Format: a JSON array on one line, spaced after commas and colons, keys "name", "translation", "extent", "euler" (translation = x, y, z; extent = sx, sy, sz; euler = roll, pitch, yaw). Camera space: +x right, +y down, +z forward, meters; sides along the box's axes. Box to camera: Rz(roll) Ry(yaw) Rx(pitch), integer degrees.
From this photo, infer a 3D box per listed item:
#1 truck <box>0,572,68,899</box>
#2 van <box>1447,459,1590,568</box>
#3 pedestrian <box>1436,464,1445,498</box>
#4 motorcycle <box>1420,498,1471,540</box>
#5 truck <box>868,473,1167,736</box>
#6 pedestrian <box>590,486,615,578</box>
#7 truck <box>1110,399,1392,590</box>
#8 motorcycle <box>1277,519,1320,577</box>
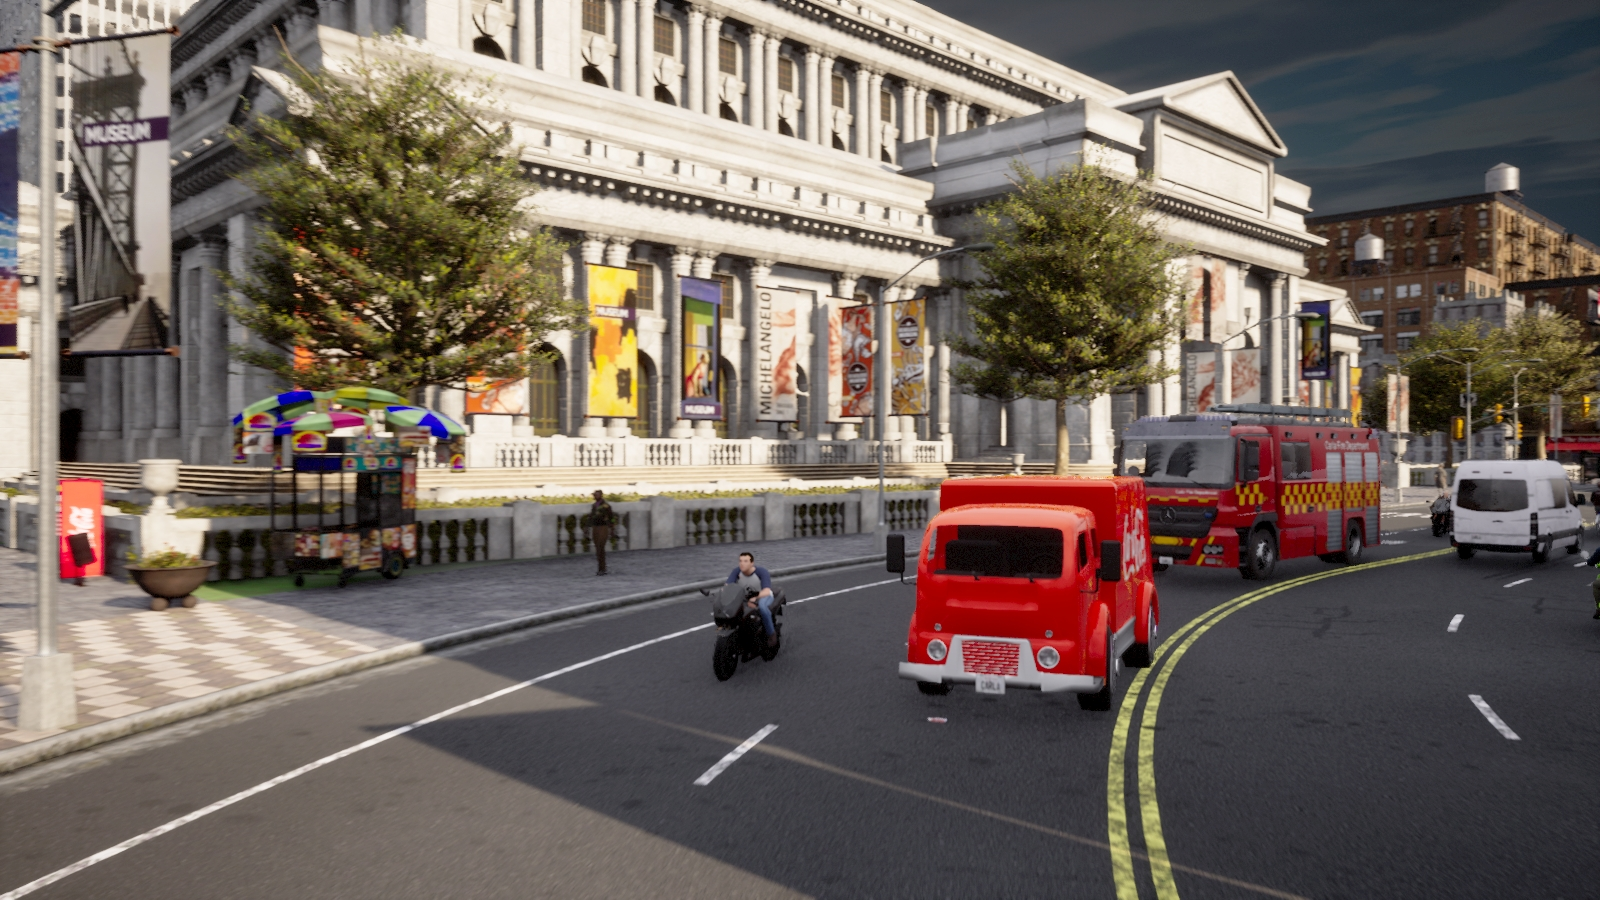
[{"name": "truck", "translation": [-3.470, 1.566, 0.579], "extent": [2.627, 2.467, 5.204], "euler": [0, 0, 4]}, {"name": "van", "translation": [19.180, 1.549, 30.374], "extent": [1.988, 2.561, 5.915], "euler": [0, 0, 45]}, {"name": "pedestrian", "translation": [35.811, 1.721, 63.845], "extent": [0.375, 1.860, 0.375], "euler": [0, 0, 40]}, {"name": "motorcycle", "translation": [21.012, 2.220, 37.157], "extent": [2.209, 1.251, 0.867], "euler": [0, 0, -44]}, {"name": "truck", "translation": [2.932, 1.570, 14.084], "extent": [2.627, 2.467, 5.204], "euler": [0, 0, 22]}, {"name": "pedestrian", "translation": [-4.102, 1.694, 23.743], "extent": [0.375, 1.860, 0.375], "euler": [0, 0, 27]}, {"name": "truck", "translation": [10.853, 0.898, 26.893], "extent": [8.468, 3.827, 2.891], "euler": [0, 0, -44]}, {"name": "motorcycle", "translation": [11.446, 2.221, 26.287], "extent": [0.803, 1.145, 2.033], "euler": [1, 0, 21]}]
